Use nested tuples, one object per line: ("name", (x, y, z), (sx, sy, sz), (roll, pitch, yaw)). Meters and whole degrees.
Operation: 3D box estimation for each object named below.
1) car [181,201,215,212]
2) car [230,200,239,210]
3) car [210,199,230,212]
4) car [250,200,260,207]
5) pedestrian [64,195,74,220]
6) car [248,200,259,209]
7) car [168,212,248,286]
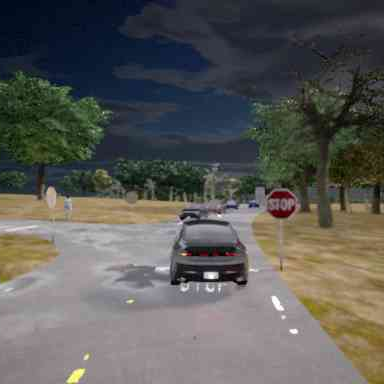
("car", (0.373, 1.766, 30.018), (2.033, 1.411, 5.357), (0, -1, 15))
("car", (6.424, 2.083, 53.584), (1.882, 1.535, 5.008), (0, -1, 14))
("car", (2.783, 1.727, 39.700), (2.097, 1.767, 4.553), (0, -1, 15))
("car", (13.279, 2.412, 70.185), (1.882, 1.535, 5.008), (0, -1, 11))
("pedestrian", (-8.867, 1.084, 23.779), (0.375, 1.860, 0.375), (0, -4, 5))
("car", (11.208, 2.200, 60.062), (1.882, 1.535, 5.008), (0, -1, 13))
("car", (0.376, 1.524, 9.438), (1.837, 1.490, 4.892), (0, 0, -1))
